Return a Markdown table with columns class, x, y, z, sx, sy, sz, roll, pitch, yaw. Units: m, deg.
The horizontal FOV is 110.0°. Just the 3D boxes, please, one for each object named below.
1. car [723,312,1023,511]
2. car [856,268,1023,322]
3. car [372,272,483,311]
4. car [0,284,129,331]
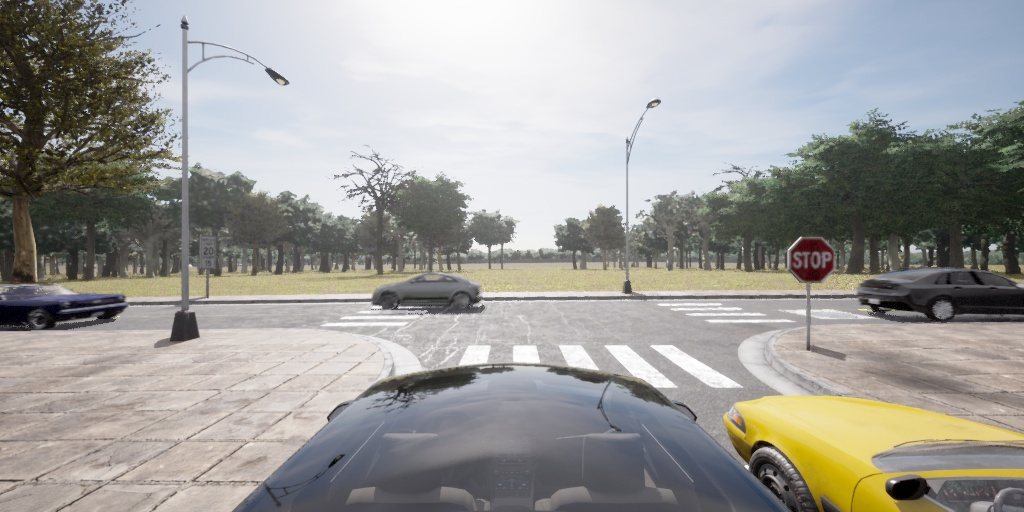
| class | x | y | z | sx | sy | sz | roll | pitch | yaw |
| --- | --- | --- | --- | --- | --- | --- | --- | --- | --- |
| car | 2.634 | 1.275 | 1.081 | 1.751 | 1.417 | 4.829 | 0 | 0 | 0 |
| car | 13.504 | 1.122 | 10.956 | 4.892 | 1.490 | 1.837 | 0 | 0 | 0 |
| car | -3.226 | 1.323 | 14.050 | 4.181 | 1.385 | 1.994 | -1 | 0 | 1 |
| car | -15.120 | 1.533 | 11.197 | 4.718 | 1.301 | 1.895 | -1 | 0 | 1 |
